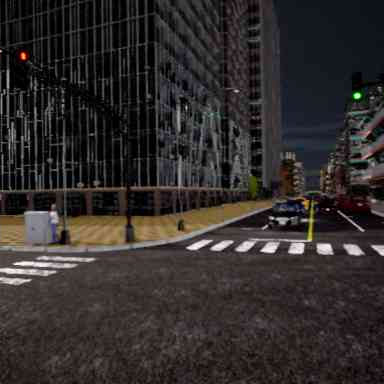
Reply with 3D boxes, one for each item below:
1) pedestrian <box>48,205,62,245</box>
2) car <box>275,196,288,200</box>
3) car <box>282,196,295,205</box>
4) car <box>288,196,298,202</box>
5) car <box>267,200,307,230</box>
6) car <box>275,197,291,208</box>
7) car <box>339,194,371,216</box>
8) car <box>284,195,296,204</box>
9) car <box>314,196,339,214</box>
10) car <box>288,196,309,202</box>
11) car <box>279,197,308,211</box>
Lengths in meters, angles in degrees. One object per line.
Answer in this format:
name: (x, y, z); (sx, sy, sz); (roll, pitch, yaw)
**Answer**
pedestrian: (-6.295, 1.443, 15.280); (0.375, 1.860, 0.375); (-1, 1, 19)
car: (11.644, 1.550, 43.968); (2.008, 1.369, 4.403); (-1, 0, 20)
car: (17.388, 1.527, 59.733); (2.008, 1.369, 4.403); (-1, 0, 20)
car: (23.010, 1.537, 75.543); (1.802, 1.307, 4.206); (-1, 0, 20)
car: (5.975, 1.479, 21.189); (2.128, 1.511, 4.902); (-1, 0, 20)
car: (13.558, 1.536, 49.223); (1.887, 1.381, 4.507); (-1, 0, 20)
car: (15.213, 1.187, 30.762); (2.192, 1.841, 5.009); (-1, 0, 20)
car: (19.256, 1.409, 65.003); (1.967, 1.590, 4.097); (-1, 0, 20)
car: (13.761, 1.418, 33.956); (1.837, 1.490, 4.892); (-1, 0, 20)
car: (12.948, 1.435, 40.055); (1.882, 1.535, 5.008); (-1, 0, 20)
car: (9.296, 1.499, 30.226); (1.812, 1.442, 4.674); (-1, 0, 20)
